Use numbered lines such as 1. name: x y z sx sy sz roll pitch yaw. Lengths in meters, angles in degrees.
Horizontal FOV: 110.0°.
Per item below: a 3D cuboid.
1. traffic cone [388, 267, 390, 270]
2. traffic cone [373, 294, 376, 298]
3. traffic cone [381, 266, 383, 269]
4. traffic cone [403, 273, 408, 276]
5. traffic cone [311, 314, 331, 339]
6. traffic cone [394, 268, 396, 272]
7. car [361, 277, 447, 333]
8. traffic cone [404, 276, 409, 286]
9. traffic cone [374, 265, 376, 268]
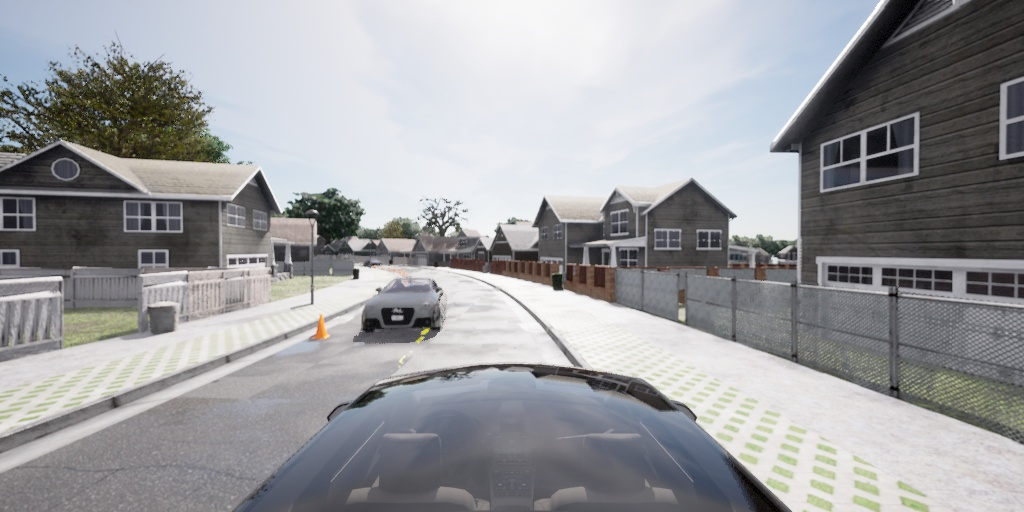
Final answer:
1. traffic cone: -17.401 1.739 50.679 0.340 0.580 0.340 0 0 -29
2. traffic cone: -5.272 1.759 13.774 0.340 0.580 0.340 0 0 -7
3. traffic cone: -19.862 1.715 54.898 0.340 0.580 0.340 0 0 -32
4. traffic cone: -8.190 1.808 28.122 0.340 0.580 0.340 0 0 -16
5. traffic cone: -4.750 1.735 8.917 0.340 0.580 0.340 0 0 -5
6. traffic cone: -15.141 1.763 46.350 0.340 0.580 0.340 0 0 -26
7. car: -3.048 1.350 10.868 1.994 1.385 4.181 0 0 -6
8. traffic cone: -6.995 1.800 23.387 0.340 0.580 0.340 0 0 -13
9. traffic cone: -22.518 1.693 58.997 0.340 0.580 0.340 0 0 -34
